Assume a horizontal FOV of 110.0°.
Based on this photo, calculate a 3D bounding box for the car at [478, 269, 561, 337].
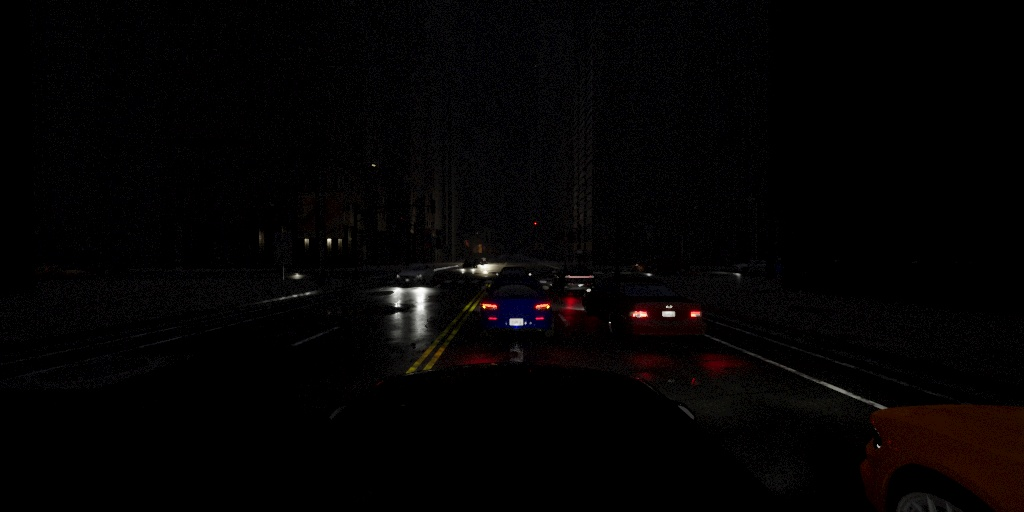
[{"bbox_3d":[0.091,1.272,10.115,1.812,1.442,4.674,0,0,0],"label":"car"}]

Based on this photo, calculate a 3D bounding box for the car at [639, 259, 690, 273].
[{"bbox_3d":[17.712,1.149,41.143,5.008,1.535,1.882,0,1,0],"label":"car"}]

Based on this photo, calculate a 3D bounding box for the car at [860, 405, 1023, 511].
[{"bbox_3d":[3.349,1.228,0.390,1.882,1.535,5.008,0,0,0],"label":"car"}]

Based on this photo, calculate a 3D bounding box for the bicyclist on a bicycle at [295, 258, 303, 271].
[{"bbox_3d":[-25.888,1.003,43.552,0.582,1.620,1.656,0,1,0],"label":"bicyclist on a bicycle"}]

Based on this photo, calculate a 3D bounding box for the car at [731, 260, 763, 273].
[{"bbox_3d":[27.652,1.186,41.071,4.674,1.442,1.812,0,1,0],"label":"car"}]

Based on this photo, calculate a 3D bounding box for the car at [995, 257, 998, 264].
[{"bbox_3d":[49.280,1.048,35.114,5.009,1.841,2.192,0,0,0],"label":"car"}]

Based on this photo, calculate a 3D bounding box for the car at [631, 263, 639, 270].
[{"bbox_3d":[16.682,1.072,43.822,4.097,1.591,1.967,0,0,0],"label":"car"}]

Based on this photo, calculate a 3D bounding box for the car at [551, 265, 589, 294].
[{"bbox_3d":[3.344,1.230,19.962,2.128,1.511,4.902,0,0,0],"label":"car"}]

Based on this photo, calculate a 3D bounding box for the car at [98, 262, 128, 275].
[{"bbox_3d":[-46.428,1.363,40.686,4.507,1.381,1.888,0,0,0],"label":"car"}]

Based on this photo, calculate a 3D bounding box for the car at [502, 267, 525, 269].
[{"bbox_3d":[0.092,1.286,19.689,2.033,1.411,5.357,0,0,0],"label":"car"}]

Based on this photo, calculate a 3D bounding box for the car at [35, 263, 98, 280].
[{"bbox_3d":[-40.834,1.450,32.165,4.829,1.417,1.751,0,0,0],"label":"car"}]

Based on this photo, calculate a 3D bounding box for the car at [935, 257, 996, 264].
[{"bbox_3d":[43.839,1.171,35.145,4.097,1.591,1.967,0,0,0],"label":"car"}]

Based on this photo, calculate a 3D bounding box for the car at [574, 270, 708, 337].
[{"bbox_3d":[3.349,1.294,10.214,2.033,1.411,5.357,0,0,0],"label":"car"}]

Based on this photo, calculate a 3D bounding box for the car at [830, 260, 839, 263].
[{"bbox_3d":[32.959,1.322,35.206,4.207,1.307,1.802,0,0,0],"label":"car"}]

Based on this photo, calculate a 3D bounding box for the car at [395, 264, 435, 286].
[{"bbox_3d":[-6.599,1.260,24.919,1.812,1.442,4.674,0,0,0],"label":"car"}]

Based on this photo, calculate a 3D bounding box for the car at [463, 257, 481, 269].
[{"bbox_3d":[-6.578,1.191,56.525,1.882,1.535,5.008,0,0,1],"label":"car"}]

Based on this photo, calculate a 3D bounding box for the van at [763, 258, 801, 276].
[{"bbox_3d":[27.518,1.088,35.237,3.998,1.789,1.690,0,0,0],"label":"van"}]
